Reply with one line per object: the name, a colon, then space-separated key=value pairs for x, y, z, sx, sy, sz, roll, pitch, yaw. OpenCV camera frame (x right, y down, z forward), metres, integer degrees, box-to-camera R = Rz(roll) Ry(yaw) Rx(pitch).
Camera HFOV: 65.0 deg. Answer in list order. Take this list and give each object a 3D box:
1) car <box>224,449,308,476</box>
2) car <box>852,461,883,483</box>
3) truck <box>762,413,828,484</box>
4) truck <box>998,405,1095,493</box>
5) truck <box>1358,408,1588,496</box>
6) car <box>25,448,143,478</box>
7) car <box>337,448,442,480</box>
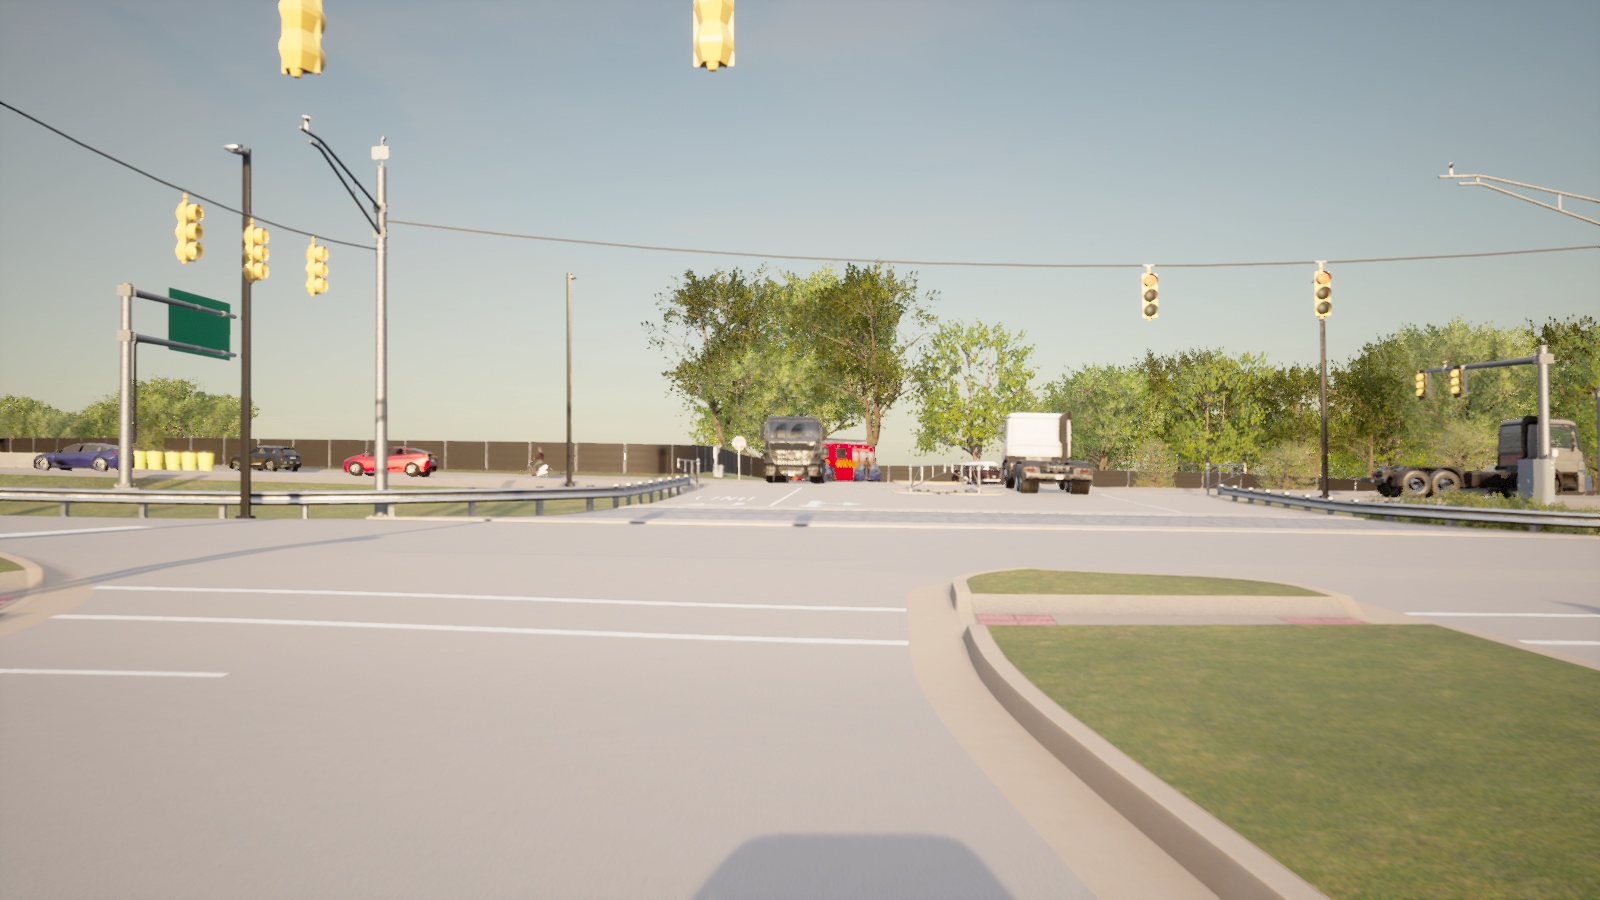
car: x=-33.192 y=0.783 z=77.993 sx=4.856 sy=1.649 sz=2.033 roll=0 pitch=-1 yaw=24
car: x=4.882 y=1.590 z=90.280 sx=2.163 sy=1.488 sz=4.792 roll=0 pitch=-2 yaw=3
truck: x=-0.162 y=0.014 z=65.980 sx=2.891 sy=3.462 sz=7.936 roll=0 pitch=-1 yaw=4
truck: x=10.396 y=-0.070 z=53.698 sx=2.891 sy=3.462 sz=7.936 roll=1 pitch=1 yaw=3
truck: x=27.900 y=0.100 z=52.345 sx=7.936 sy=3.462 sz=2.891 roll=1 pitch=-1 yaw=4
car: x=-36.321 y=0.661 z=63.798 sx=4.792 sy=1.488 sz=2.163 roll=0 pitch=-1 yaw=4
car: x=-20.451 y=0.707 z=62.697 sx=4.514 sy=1.525 sz=2.007 roll=0 pitch=-1 yaw=4
